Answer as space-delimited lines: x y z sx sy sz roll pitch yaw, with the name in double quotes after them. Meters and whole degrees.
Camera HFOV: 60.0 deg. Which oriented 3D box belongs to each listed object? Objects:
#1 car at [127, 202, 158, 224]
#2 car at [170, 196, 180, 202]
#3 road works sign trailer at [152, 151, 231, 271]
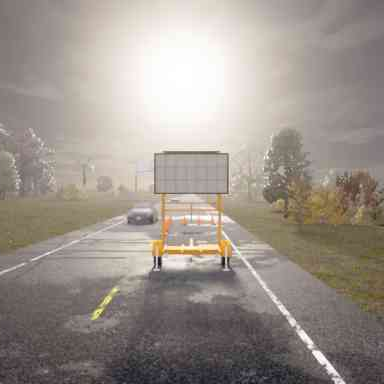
-3.638 1.531 25.018 1.812 1.442 4.674 0 0 0 "car"
-3.604 1.595 70.166 2.033 1.411 5.357 0 0 0 "car"
-0.016 0.465 10.902 2.380 3.560 2.880 0 0 0 "road works sign trailer"
